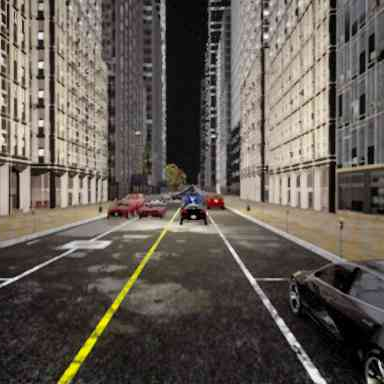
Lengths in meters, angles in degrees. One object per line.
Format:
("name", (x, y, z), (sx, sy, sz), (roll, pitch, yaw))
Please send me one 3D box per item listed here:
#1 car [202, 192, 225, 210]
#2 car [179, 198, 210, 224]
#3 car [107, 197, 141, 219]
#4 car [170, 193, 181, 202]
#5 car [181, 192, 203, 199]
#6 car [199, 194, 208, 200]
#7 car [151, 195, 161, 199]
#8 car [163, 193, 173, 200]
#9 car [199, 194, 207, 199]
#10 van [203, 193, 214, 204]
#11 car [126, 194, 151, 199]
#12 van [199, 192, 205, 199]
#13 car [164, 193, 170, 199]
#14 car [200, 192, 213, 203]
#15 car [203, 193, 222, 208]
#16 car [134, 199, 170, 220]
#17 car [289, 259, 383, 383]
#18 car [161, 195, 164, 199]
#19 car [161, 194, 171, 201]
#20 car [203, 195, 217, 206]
("car", (2.689, 1.121, 38.679), (2.192, 1.841, 5.009), (0, 0, 0))
("car", (0.098, 1.412, 23.585), (1.812, 1.442, 4.674), (0, 0, 0))
("car", (-5.692, 1.412, 27.286), (1.887, 1.381, 4.507), (0, 0, 0))
("car", (-3.002, 1.234, 67.396), (1.895, 1.301, 4.718), (0, 0, 0))
("car", (0.101, 1.009, 41.064), (2.150, 2.045, 5.566), (0, 0, 0))
("car", (2.692, 1.112, 78.571), (2.008, 1.369, 4.403), (0, 0, 0))
("car", (-5.691, 1.214, 44.380), (1.967, 1.590, 4.097), (0, 0, 0))
("car", (-5.689, 1.002, 78.572), (1.967, 1.590, 4.097), (0, 0, 0))
("car", (2.693, 1.104, 84.268), (1.802, 1.307, 4.206), (0, 0, 0))
("van", (2.690, 1.047, 55.773), (1.690, 1.788, 3.998), (0, 0, 0))
("car", (-5.692, 1.152, 32.984), (2.192, 1.841, 5.009), (0, 0, 0))
("van", (2.692, 0.822, 89.965), (1.690, 1.788, 3.998), (0, 0, 0))
("car", (-5.690, 1.223, 61.477), (2.008, 1.369, 4.403), (0, 0, 0))
("car", (2.690, 0.987, 61.472), (2.192, 1.841, 5.009), (0, 0, 0))
("car", (2.689, 1.088, 44.377), (2.192, 1.841, 5.009), (0, 0, 0))
("car", (-3.098, 1.471, 26.776), (1.895, 1.301, 4.718), (0, 0, 0))
("car", (2.687, 1.544, 4.490), (1.947, 1.339, 4.313), (0, 0, 0))
("car", (-5.691, 1.180, 50.079), (1.967, 1.590, 4.097), (0, 0, 0))
("car", (-5.689, 1.126, 72.702), (1.752, 1.417, 4.829), (0, 0, 0))
("car", (2.690, 1.264, 50.246), (1.752, 1.417, 4.829), (0, 0, 0))
